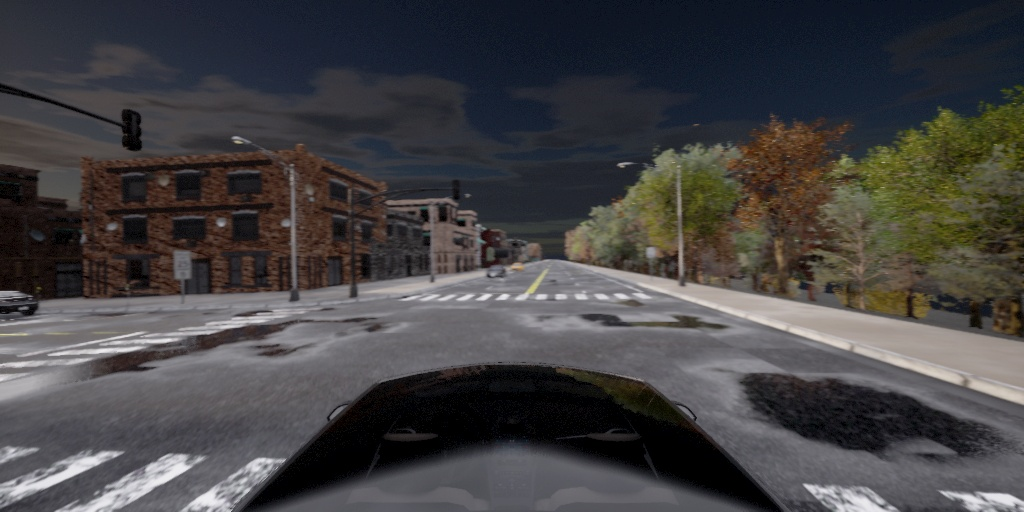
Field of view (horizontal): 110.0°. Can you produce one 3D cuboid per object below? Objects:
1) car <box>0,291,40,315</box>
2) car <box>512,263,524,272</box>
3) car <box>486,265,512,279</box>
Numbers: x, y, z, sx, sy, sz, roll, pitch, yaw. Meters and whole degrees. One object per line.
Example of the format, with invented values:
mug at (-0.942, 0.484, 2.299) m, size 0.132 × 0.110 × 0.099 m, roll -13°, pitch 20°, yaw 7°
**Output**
car at (-26.270, 2.441, 17.938) m, size 4.403 × 1.370 × 2.007 m, roll 0°, pitch 0°, yaw 6°
car at (0.942, 1.966, 62.082) m, size 1.882 × 1.535 × 5.008 m, roll -1°, pitch 1°, yaw 7°
car at (-1.681, 1.788, 40.070) m, size 2.128 × 1.511 × 4.902 m, roll -1°, pitch 0°, yaw 7°
